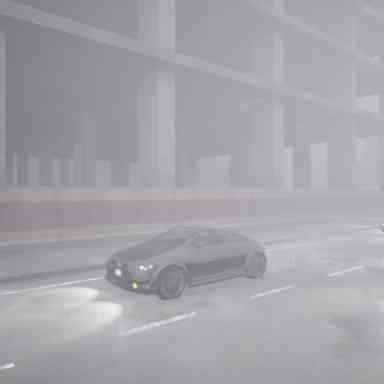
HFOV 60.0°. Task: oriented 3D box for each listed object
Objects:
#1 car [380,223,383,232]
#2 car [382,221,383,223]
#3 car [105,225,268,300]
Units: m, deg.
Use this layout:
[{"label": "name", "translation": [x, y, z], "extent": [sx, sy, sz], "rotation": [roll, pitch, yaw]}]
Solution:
[{"label": "car", "translation": [7.610, 1.601, 9.843], "extent": [4.718, 1.301, 1.895], "rotation": [0, 0, -37]}, {"label": "car", "translation": [12.087, 1.548, 17.686], "extent": [5.357, 1.411, 2.033], "rotation": [0, 0, -37]}, {"label": "car", "translation": [-0.014, 1.564, 8.425], "extent": [4.181, 1.385, 1.994], "rotation": [0, 0, -37]}]
